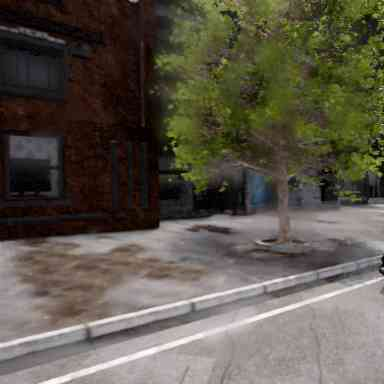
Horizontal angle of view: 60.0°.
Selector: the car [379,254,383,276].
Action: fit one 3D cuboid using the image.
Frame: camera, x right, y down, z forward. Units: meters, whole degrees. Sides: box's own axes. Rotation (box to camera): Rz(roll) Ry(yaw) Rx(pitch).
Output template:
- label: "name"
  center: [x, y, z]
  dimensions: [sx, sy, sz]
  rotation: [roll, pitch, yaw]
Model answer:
- label: "car"
  center: [6.500, 1.589, 8.016]
  dimensions: [4.718, 1.301, 1.895]
  rotation: [0, 0, -36]
